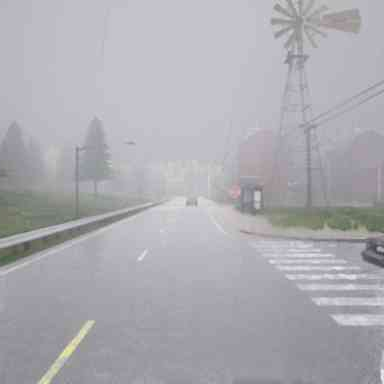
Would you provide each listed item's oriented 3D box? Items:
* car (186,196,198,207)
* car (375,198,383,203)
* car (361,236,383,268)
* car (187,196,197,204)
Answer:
[{"bbox_3d":[-0.003,1.567,54.230,2.128,1.511,4.902,0,0,0],"label":"car"},{"bbox_3d":[27.448,1.573,47.259,1.816,1.474,4.193,0,0,0],"label":"car"},{"bbox_3d":[7.491,1.560,8.902,5.357,1.411,2.033,0,0,-3],"label":"car"},{"bbox_3d":[-0.004,1.595,64.607,1.837,1.490,4.892,0,0,0],"label":"car"}]
